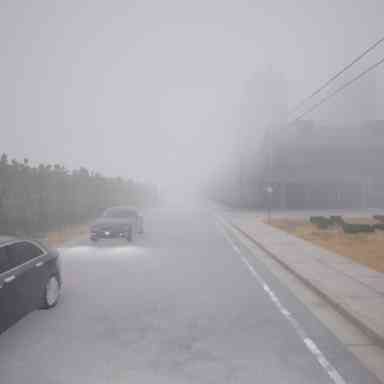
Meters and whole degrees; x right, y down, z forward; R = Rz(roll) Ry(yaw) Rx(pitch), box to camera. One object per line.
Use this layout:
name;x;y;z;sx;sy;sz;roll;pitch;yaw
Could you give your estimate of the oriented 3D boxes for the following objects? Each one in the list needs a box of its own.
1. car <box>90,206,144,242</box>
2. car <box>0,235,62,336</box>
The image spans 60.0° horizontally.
car;-3.562;1.516;16.554;1.837;1.490;4.892;0;0;1
car;-3.596;1.510;5.042;1.837;1.490;4.892;0;0;0
